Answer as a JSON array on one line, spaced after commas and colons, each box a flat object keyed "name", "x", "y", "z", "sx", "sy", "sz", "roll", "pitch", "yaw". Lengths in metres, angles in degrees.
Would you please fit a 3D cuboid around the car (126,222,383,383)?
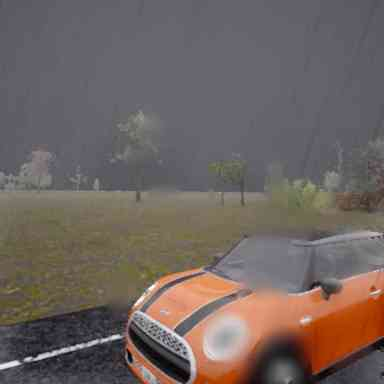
[{"name": "car", "x": 1.374, "y": 1.377, "z": 4.843, "sx": 4.553, "sy": 1.767, "sz": 2.097, "roll": 0, "pitch": 0, "yaw": -35}]
